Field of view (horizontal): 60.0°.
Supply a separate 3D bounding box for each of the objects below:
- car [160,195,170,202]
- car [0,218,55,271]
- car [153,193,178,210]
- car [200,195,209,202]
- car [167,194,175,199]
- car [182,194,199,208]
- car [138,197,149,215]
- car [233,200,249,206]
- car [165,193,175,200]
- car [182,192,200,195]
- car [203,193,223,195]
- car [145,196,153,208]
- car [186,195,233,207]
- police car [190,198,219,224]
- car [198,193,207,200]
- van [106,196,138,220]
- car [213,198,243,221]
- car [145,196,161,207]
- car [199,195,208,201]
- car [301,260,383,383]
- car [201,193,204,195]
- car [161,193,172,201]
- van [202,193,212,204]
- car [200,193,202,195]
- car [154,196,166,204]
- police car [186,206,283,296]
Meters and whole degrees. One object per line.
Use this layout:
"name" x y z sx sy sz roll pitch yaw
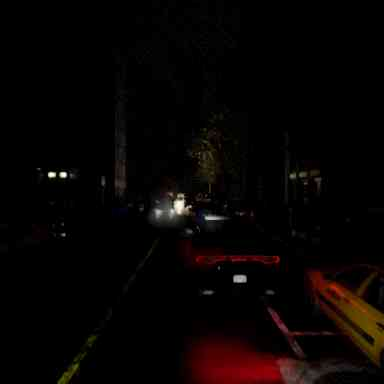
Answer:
"car" -5.841 1.313 71.784 1.752 1.417 4.829 0 0 0
"car" -5.691 1.480 9.719 1.752 1.417 4.829 0 1 1
"car" -3.194 1.201 40.421 2.097 1.767 4.553 0 0 0
"car" 2.684 1.369 71.965 1.802 1.307 4.206 0 0 0
"car" -5.896 1.349 94.509 1.947 1.339 4.313 0 0 0
"car" -0.083 1.367 44.435 1.812 1.442 4.674 0 0 0
"car" -5.745 1.435 32.482 1.947 1.339 4.313 0 0 0
"car" 2.807 1.346 21.209 1.967 1.590 4.097 0 0 0
"car" -5.883 1.099 88.870 2.192 1.841 5.009 0 0 0
"car" -0.139 1.034 57.505 2.150 2.045 5.566 0 0 0
"car" 2.766 1.170 38.127 2.192 1.841 5.009 0 0 0
"car" -5.773 1.282 43.759 1.967 1.590 4.097 0 0 0
"car" 0.854 1.268 18.569 2.097 1.767 4.553 0 0 0
"police car" 0.840 1.319 24.710 1.930 1.638 5.238 0 0 0
"car" 2.656 1.099 83.242 2.192 1.841 5.009 0 0 0
"van" -5.731 1.227 26.842 1.690 1.788 3.998 0 0 0
"car" 2.794 1.327 26.847 1.967 1.590 4.097 0 0 0
"car" -5.786 1.375 49.398 1.887 1.381 4.507 0 0 0
"car" 2.670 1.351 77.602 1.947 1.339 4.313 0 0 0
"car" 2.855 1.503 4.493 1.752 1.417 4.829 0 1 1
"car" 2.753 1.157 43.766 2.192 1.841 5.009 0 0 0
"car" -5.856 1.100 77.591 2.192 1.841 5.009 0 0 0
"van" 2.712 1.147 60.685 1.690 1.788 3.998 0 0 0
"car" 2.726 1.258 55.045 1.967 1.590 4.097 0 0 0
"car" -5.813 1.388 60.677 1.802 1.307 4.206 0 0 0
"police car" 0.878 1.384 8.709 1.930 1.638 5.238 0 0 0
